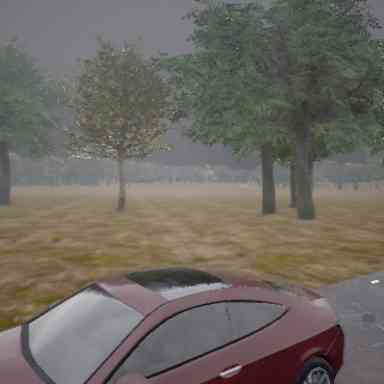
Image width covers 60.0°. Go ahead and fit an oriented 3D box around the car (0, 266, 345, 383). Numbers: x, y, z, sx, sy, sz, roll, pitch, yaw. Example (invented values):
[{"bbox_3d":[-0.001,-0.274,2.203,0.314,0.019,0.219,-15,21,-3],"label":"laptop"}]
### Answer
[{"bbox_3d":[-0.429,1.529,3.073,4.674,1.442,1.812,0,0,-35],"label":"car"}]
